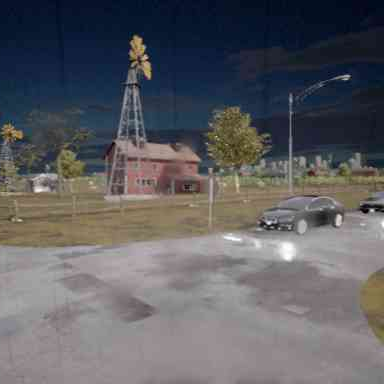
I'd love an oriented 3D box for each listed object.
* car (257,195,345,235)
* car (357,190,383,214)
[{"bbox_3d":[4.949,0.911,14.778,4.892,1.490,1.837,-3,3,-39],"label":"car"},{"bbox_3d":[12.517,0.608,21.094,5.357,1.411,2.033,-3,3,-40],"label":"car"}]
